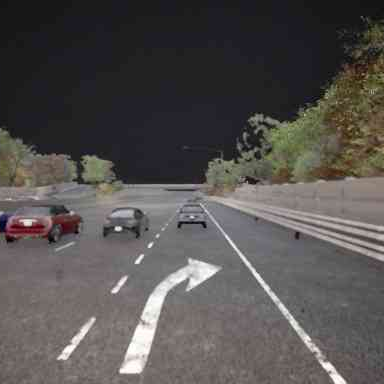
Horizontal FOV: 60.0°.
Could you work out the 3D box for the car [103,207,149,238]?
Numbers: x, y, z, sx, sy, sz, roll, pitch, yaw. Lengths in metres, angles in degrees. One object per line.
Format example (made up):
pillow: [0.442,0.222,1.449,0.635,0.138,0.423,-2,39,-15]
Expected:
car: [-3.405,1.531,17.662,1.812,1.442,4.674,0,0,0]

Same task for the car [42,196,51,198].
car: [-28.010,1.581,64.263,1.837,1.490,4.892,0,0,0]

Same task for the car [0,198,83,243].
car: [-6.904,1.356,16.106,2.097,1.767,4.553,0,0,0]

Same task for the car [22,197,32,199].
car: [-31.509,1.651,62.936,1.994,1.385,4.181,0,0,0]

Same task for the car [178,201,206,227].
car: [-0.005,1.557,22.572,2.033,1.411,5.357,0,0,0]

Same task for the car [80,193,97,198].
car: [-21.010,1.313,67.523,2.150,2.045,5.566,0,0,0]

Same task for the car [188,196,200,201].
car: [0.155,1.713,81.241,1.994,1.385,4.181,0,0,5]

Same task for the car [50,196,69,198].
car: [-24.510,1.591,63.210,1.837,1.490,4.892,0,0,0]
